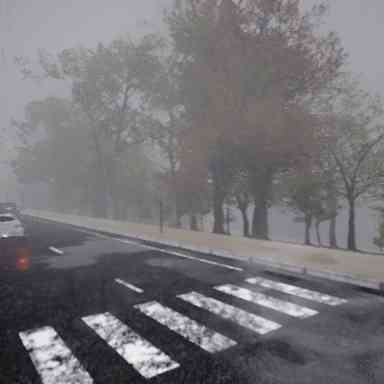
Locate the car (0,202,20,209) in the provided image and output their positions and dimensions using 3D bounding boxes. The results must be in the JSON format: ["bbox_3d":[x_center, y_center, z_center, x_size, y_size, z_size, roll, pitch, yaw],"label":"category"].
[{"bbox_3d":[-20.916,1.935,37.719,2.097,1.767,4.553,-1,0,-36],"label":"car"}]

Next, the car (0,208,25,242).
[{"bbox_3d":[-9.866,1.793,17.066,1.812,1.442,4.674,-1,0,-36],"label":"car"}]
